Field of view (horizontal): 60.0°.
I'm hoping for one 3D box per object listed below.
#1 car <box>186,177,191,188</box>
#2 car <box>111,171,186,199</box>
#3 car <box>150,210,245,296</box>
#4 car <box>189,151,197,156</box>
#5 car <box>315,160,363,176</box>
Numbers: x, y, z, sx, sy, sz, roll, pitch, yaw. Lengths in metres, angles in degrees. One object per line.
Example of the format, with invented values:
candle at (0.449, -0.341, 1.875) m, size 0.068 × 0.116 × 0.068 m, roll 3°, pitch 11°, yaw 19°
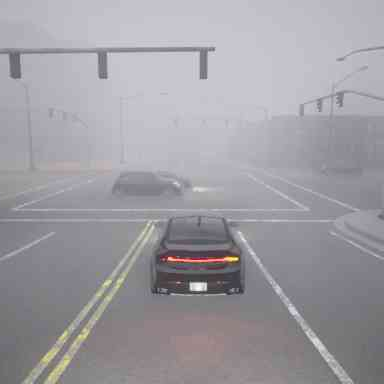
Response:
car at (-2.139, -0.889, 25.111) m, size 4.181 × 1.385 × 1.994 m, roll 0°, pitch 8°, yaw 0°
car at (-2.838, -0.587, 21.622) m, size 4.553 × 1.767 × 2.097 m, roll 0°, pitch 8°, yaw 0°
car at (0.115, 1.200, 8.071) m, size 1.837 × 1.490 × 4.892 m, roll 0°, pitch 4°, yaw 0°
car at (0.272, -10.313, 88.646) m, size 2.033 × 1.411 × 5.357 m, roll 0°, pitch 8°, yaw 0°
car at (15.663, -2.657, 35.557) m, size 4.553 × 1.767 × 2.097 m, roll 0°, pitch 8°, yaw 0°
